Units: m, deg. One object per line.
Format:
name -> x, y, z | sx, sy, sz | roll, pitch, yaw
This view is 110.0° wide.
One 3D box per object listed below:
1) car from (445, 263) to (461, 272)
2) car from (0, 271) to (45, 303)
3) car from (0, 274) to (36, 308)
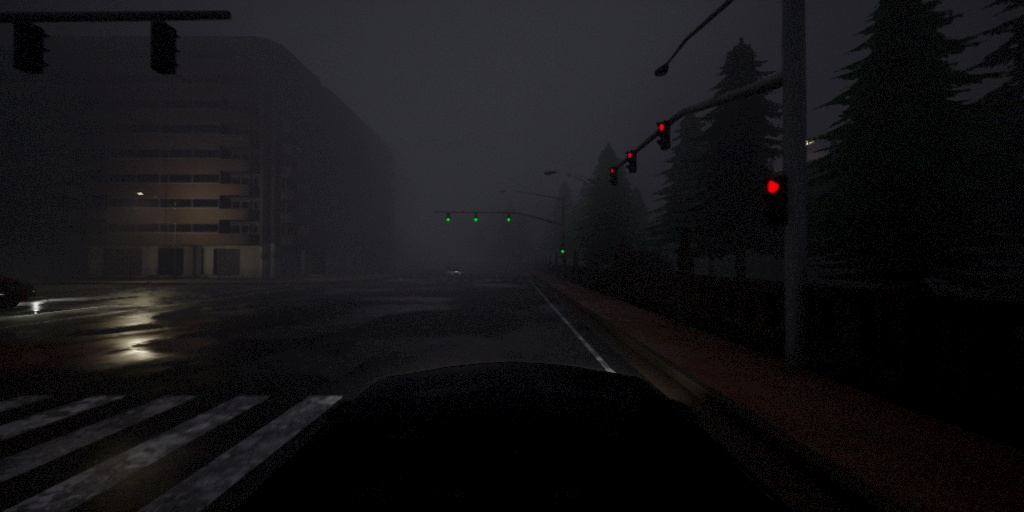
car -> -10.375, 2.018, 62.941 | 2.033, 1.411, 5.357 | 0, -1, -22
car -> -26.814, 1.498, 17.742 | 4.892, 1.490, 1.837 | 0, -1, -1
car -> -23.253, 1.172, 14.272 | 5.566, 2.045, 2.150 | 0, -1, -3
